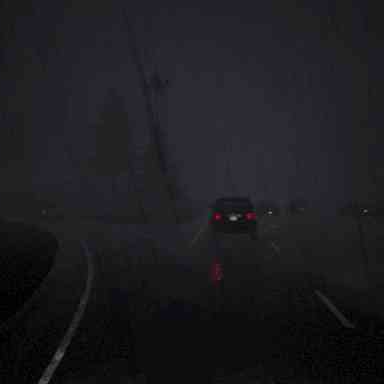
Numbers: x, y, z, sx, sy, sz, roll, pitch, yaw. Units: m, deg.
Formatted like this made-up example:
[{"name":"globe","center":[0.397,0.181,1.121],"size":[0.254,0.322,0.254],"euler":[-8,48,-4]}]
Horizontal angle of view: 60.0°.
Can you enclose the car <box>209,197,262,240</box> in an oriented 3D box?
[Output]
[{"name":"car","center":[2.081,1.267,17.267],"size":[2.150,2.045,5.566],"euler":[-1,0,6]}]

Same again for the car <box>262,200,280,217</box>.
[{"name":"car","center":[6.929,1.524,30.857],"size":[1.837,1.490,4.892],"euler":[-1,0,6]}]

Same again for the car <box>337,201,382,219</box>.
[{"name":"car","center":[13.663,1.441,27.796],"size":[1.994,1.385,4.181],"euler":[-1,0,6]}]

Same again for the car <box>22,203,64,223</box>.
[{"name":"car","center":[-13.620,1.758,30.267],"size":[4.553,1.767,2.097],"euler":[-1,0,42]}]

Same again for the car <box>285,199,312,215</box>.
[{"name":"car","center":[10.729,1.466,33.766],"size":[1.837,1.490,4.892],"euler":[-1,0,6]}]

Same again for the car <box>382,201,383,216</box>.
[{"name":"car","center":[17.394,1.417,29.986],"size":[1.895,1.301,4.718],"euler":[-1,0,6]}]
